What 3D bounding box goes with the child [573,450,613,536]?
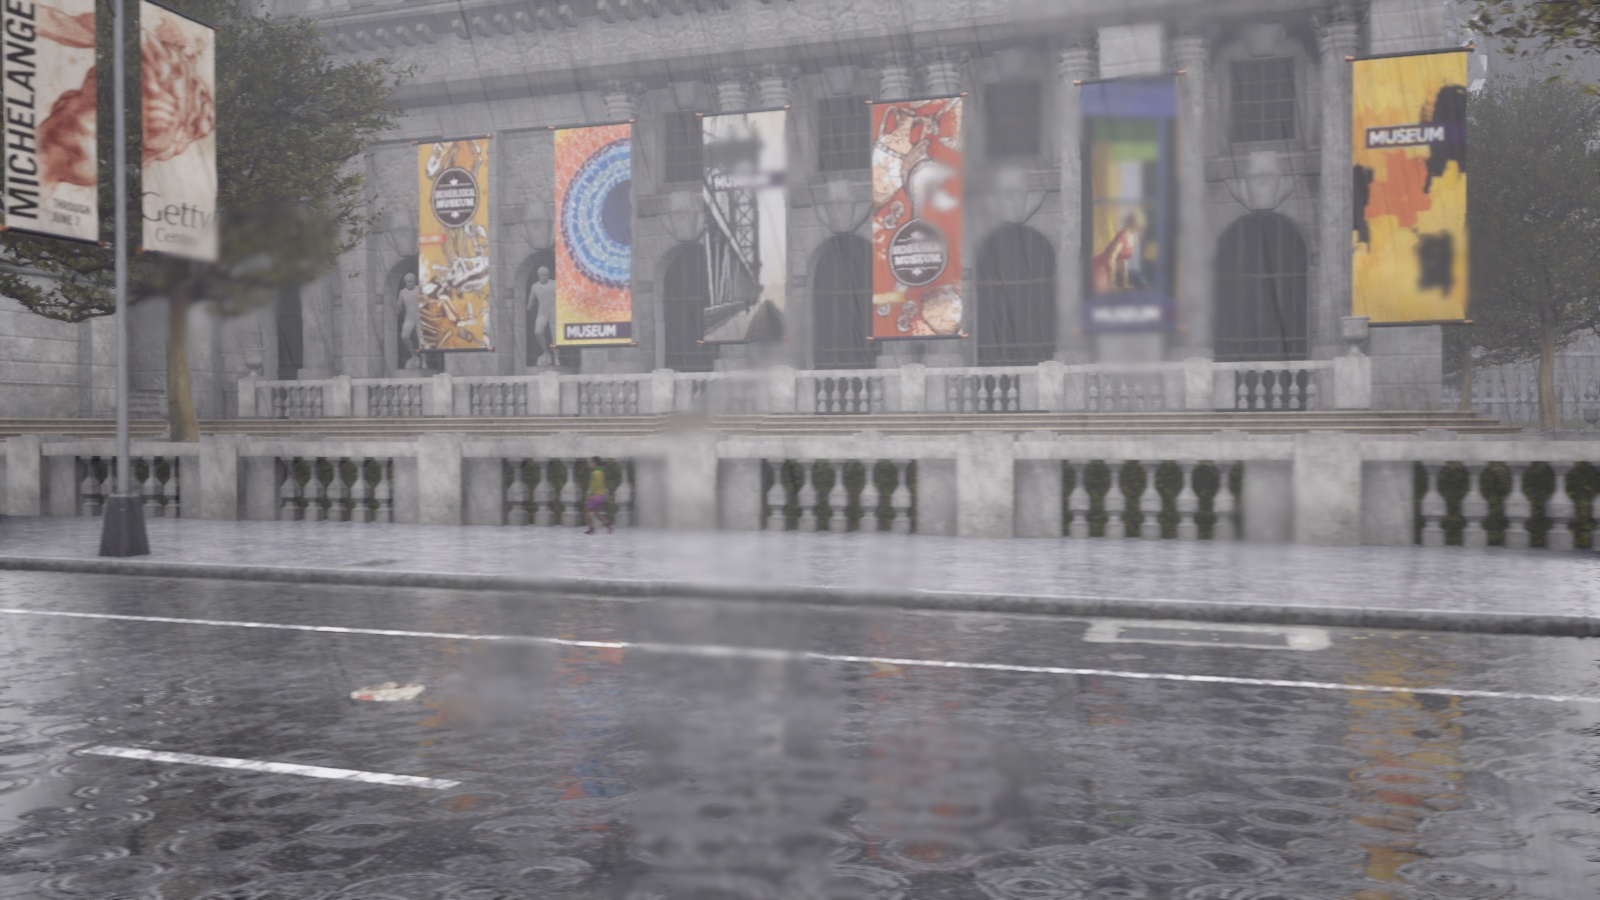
[{"bbox_3d":[-2.827,0.578,17.157,0.473,1.160,0.299,0,1,12],"label":"child"}]
